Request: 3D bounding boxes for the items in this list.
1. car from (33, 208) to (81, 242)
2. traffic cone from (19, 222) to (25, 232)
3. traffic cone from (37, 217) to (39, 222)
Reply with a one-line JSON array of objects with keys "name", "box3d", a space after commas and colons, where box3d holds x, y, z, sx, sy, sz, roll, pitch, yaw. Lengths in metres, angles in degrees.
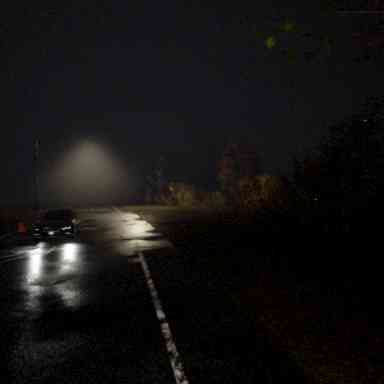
[{"name": "car", "box3d": [-7.046, 1.668, 17.729, 1.837, 1.490, 4.892, -1, 0, -13]}, {"name": "traffic cone", "box3d": [-10.671, 2.197, 20.830, 0.340, 0.580, 0.340, -1, 0, -13]}, {"name": "traffic cone", "box3d": [-11.837, 2.227, 25.668, 0.340, 0.580, 0.340, -1, 0, -14]}]
